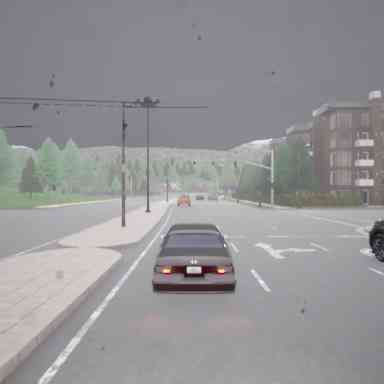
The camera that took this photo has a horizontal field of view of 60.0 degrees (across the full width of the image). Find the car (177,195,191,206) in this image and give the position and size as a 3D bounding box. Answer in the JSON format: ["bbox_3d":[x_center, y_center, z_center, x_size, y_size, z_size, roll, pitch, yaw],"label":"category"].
[{"bbox_3d":[-1.312,1.369,54.676,2.097,1.767,4.553,0,0,-1],"label":"car"}]

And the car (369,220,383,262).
[{"bbox_3d":[7.083,1.228,8.919,2.150,2.045,5.566,0,0,0],"label":"car"}]

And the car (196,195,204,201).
[{"bbox_3d":[2.050,1.504,85.536,1.882,1.535,5.008,0,0,0],"label":"car"}]

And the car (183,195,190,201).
[{"bbox_3d":[-1.450,1.550,85.501,1.812,1.442,4.674,0,0,0],"label":"car"}]

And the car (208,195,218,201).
[{"bbox_3d":[5.550,1.566,85.541,2.033,1.411,5.357,0,0,0],"label":"car"}]

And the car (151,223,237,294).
[{"bbox_3d":[0.049,1.550,8.930,2.033,1.411,5.357,0,0,0],"label":"car"}]
